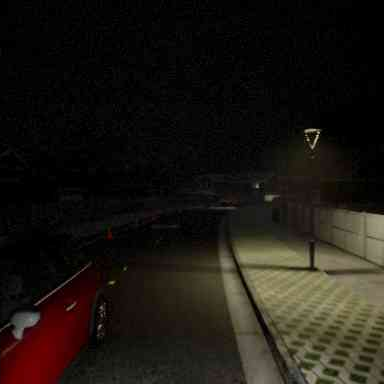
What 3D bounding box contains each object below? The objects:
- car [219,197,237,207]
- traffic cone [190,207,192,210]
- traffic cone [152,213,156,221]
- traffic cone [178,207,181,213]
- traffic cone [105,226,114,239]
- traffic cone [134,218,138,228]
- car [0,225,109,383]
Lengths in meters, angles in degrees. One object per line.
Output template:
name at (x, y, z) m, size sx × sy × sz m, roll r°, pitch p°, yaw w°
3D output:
car at (5.531, 1.476, 50.953) m, size 1.882 × 1.535 × 5.008 m, roll 0°, pitch 0°, yaw 22°
traffic cone at (-0.133, 1.950, 41.217) m, size 0.340 × 0.580 × 0.340 m, roll 0°, pitch 0°, yaw 15°
traffic cone at (-2.967, 1.946, 26.147) m, size 0.340 × 0.580 × 0.340 m, roll 0°, pitch 0°, yaw 7°
traffic cone at (-1.344, 1.948, 36.223) m, size 0.340 × 0.580 × 0.340 m, roll 0°, pitch 0°, yaw 12°
traffic cone at (-3.991, 1.946, 16.081) m, size 0.340 × 0.580 × 0.340 m, roll 0°, pitch 0°, yaw 4°
traffic cone at (-3.539, 1.946, 21.120) m, size 0.340 × 0.580 × 0.340 m, roll 0°, pitch 0°, yaw 6°
car at (-2.367, 1.348, 3.250) m, size 2.097 × 1.767 × 4.553 m, roll 0°, pitch 0°, yaw 1°
